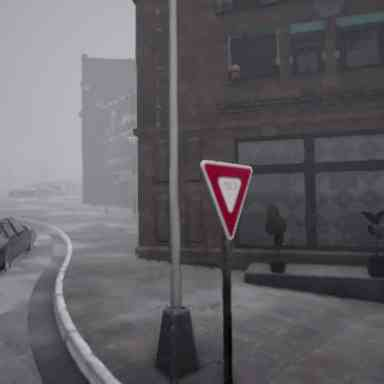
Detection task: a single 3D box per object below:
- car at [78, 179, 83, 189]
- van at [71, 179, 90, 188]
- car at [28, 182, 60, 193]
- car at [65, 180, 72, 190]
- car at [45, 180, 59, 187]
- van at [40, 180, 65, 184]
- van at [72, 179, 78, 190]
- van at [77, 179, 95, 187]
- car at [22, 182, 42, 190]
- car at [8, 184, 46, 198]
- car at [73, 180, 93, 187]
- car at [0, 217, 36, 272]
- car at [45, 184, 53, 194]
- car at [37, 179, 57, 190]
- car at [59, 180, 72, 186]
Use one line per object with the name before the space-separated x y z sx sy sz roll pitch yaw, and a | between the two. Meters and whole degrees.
car | -26.960 -1.762 75.277 5.566 2.045 2.435 -1 4 -24
van | -27.276 -2.124 81.381 4.442 1.987 1.878 -1 4 -23
car | -25.970 -0.355 57.002 5.366 1.575 1.946 -1 4 -23
car | -26.218 -0.990 63.112 5.566 2.045 2.435 -1 4 -24
car | -35.937 -2.243 85.671 1.812 1.442 4.674 -1 4 -4
van | -25.891 -0.776 60.147 4.442 1.987 1.878 -1 4 -24
van | -26.695 -1.349 69.146 4.442 1.987 1.878 -1 4 -24
van | -27.881 -2.504 87.345 4.442 1.987 1.878 -1 4 -23
car | -35.121 -1.328 73.160 2.033 1.411 5.357 -1 4 -4
car | -25.414 0.031 51.014 4.892 1.521 2.231 -1 4 -23
car | -27.609 -2.214 84.360 4.553 1.767 2.185 -1 4 -23
car | -6.269 1.468 10.244 2.033 1.411 5.357 0 1 -14
car | -25.601 -0.123 54.047 4.674 1.452 2.002 -1 4 -23
car | -31.882 -1.679 73.378 2.150 2.045 5.566 -1 4 -4
car | -32.721 -2.287 86.296 1.812 1.442 4.674 -1 4 -4
